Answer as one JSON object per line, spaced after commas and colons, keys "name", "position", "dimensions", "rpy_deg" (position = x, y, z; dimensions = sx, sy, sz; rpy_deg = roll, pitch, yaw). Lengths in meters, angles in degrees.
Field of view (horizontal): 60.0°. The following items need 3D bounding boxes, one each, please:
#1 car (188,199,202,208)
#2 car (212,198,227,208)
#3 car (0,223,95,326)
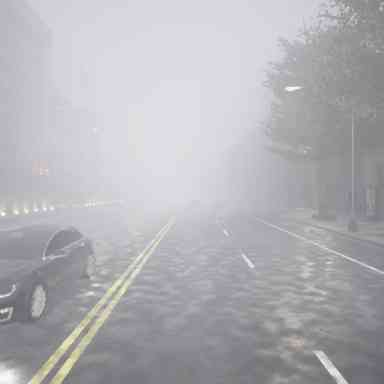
{"name": "car", "position": [0.420, 1.601, 48.240], "dimensions": [1.895, 1.301, 4.718], "rpy_deg": [0, 0, 0]}
{"name": "car", "position": [3.911, 1.564, 47.306], "dimensions": [1.994, 1.385, 4.181], "rpy_deg": [0, 0, 0]}
{"name": "car", "position": [-3.550, 1.505, 7.243], "dimensions": [1.837, 1.490, 4.892], "rpy_deg": [0, 0, 0]}
